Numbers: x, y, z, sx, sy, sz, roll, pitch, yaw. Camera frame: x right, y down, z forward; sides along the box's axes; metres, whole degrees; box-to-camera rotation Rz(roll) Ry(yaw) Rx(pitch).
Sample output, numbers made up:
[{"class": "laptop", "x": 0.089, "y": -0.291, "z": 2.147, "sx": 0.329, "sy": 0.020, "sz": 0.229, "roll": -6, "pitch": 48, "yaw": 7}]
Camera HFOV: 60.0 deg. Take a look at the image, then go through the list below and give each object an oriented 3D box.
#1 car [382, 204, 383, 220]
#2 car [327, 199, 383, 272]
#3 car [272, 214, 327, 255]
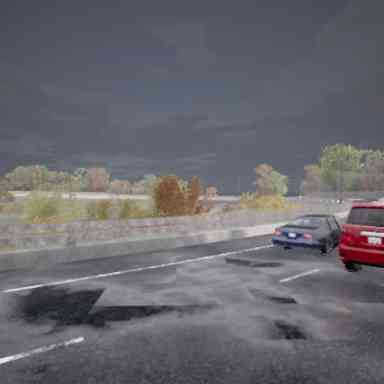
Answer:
[{"class": "car", "x": 18.969, "y": 1.840, "z": 30.975, "sx": 1.994, "sy": 1.385, "sz": 4.181, "roll": 0, "pitch": 0, "yaw": 34}, {"class": "car", "x": 6.484, "y": 1.315, "z": 10.185, "sx": 5.566, "sy": 2.045, "sz": 2.150, "roll": 0, "pitch": 0, "yaw": -44}, {"class": "car", "x": 5.441, "y": 1.652, "z": 14.008, "sx": 2.033, "sy": 1.411, "sz": 5.357, "roll": 0, "pitch": 0, "yaw": 45}]
